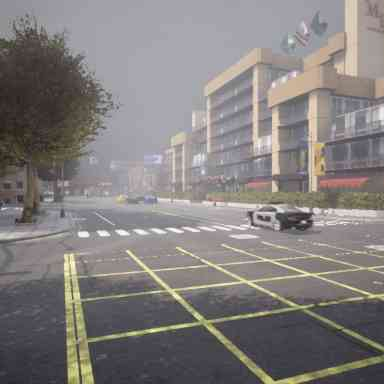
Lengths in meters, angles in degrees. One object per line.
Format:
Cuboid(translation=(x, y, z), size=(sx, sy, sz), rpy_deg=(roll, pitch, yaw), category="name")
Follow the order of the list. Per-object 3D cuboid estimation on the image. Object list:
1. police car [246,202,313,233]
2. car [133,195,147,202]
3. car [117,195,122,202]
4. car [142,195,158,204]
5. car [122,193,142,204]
Cuboid(translation=(5.037, 1.425, 20.189), size=(1.930, 1.638, 5.238), rpy_deg=(0, 0, -21), category="police car")
Cuboid(translation=(-11.243, 1.382, 71.504), size=(1.837, 1.490, 4.892), rpy_deg=(0, 0, -21), category="car")
Cuboid(translation=(-14.500, 1.360, 70.225), size=(1.882, 1.535, 5.008), rpy_deg=(0, 0, -21), category="car")
Cuboid(translation=(-7.917, 1.478, 62.987), size=(1.882, 1.535, 5.008), rpy_deg=(0, 0, -21), category="car")
Cuboid(translation=(-11.177, 1.505, 61.714), size=(1.837, 1.490, 4.892), rpy_deg=(0, 0, -21), category="car")
